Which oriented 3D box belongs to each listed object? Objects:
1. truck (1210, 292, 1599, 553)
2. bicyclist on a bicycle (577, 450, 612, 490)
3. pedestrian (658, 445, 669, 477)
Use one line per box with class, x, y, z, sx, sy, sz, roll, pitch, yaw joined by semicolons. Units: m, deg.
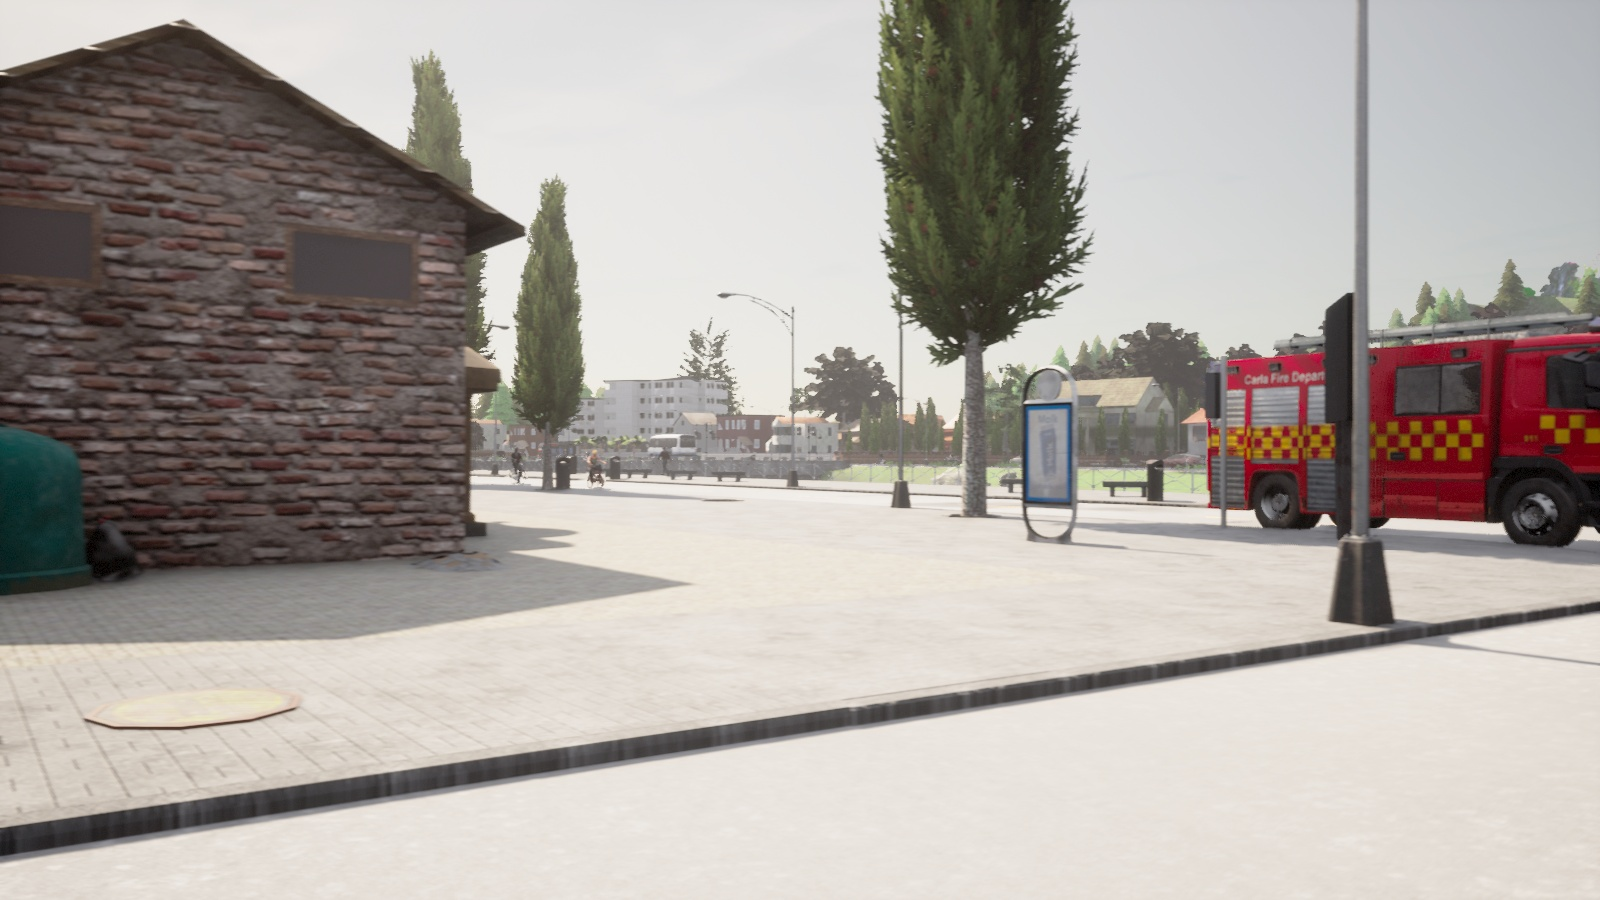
truck;11.472;-0.391;22.018;2.891;3.827;8.468;0;0;-28
bicyclist on a bicycle;-8.478;0.826;51.854;0.866;1.612;1.509;0;0;-35
pedestrian;-7.890;0.649;72.575;0.376;1.854;0.720;0;0;-36
